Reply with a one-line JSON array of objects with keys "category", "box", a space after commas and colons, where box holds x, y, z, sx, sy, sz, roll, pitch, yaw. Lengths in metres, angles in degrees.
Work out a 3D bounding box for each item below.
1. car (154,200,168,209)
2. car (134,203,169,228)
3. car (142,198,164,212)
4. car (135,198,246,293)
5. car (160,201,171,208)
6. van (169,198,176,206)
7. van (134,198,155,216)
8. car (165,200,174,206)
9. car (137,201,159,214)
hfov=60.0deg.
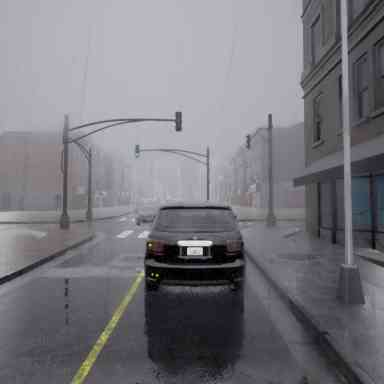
[{"category": "car", "box": [-5.194, 2.133, 55.654, 1.887, 1.381, 4.507, 2, -1, 0]}, {"category": "car", "box": [-2.661, 1.547, 22.944, 1.837, 1.490, 4.892, 0, -2, 0]}, {"category": "car", "box": [-5.208, 1.703, 45.080, 2.192, 1.841, 5.009, 2, -1, 0]}, {"category": "car", "box": [0.084, 1.195, 8.975, 2.150, 2.045, 5.566, 0, 0, 1]}, {"category": "car", "box": [-5.173, 2.385, 66.232, 1.802, 1.307, 4.206, 2, -1, 0]}, {"category": "van", "box": [-5.126, 2.617, 87.393, 1.690, 1.788, 3.998, 1, -1, 0]}, {"category": "van", "box": [-5.226, 1.580, 36.775, 1.690, 1.788, 3.998, 2, -1, 0]}, {"category": "car", "box": [-5.151, 2.577, 76.811, 1.887, 1.381, 4.507, 1, -1, 0]}, {"category": "car", "box": [-5.226, 1.849, 40.091, 2.008, 1.369, 4.403, 2, -1, 0]}]
